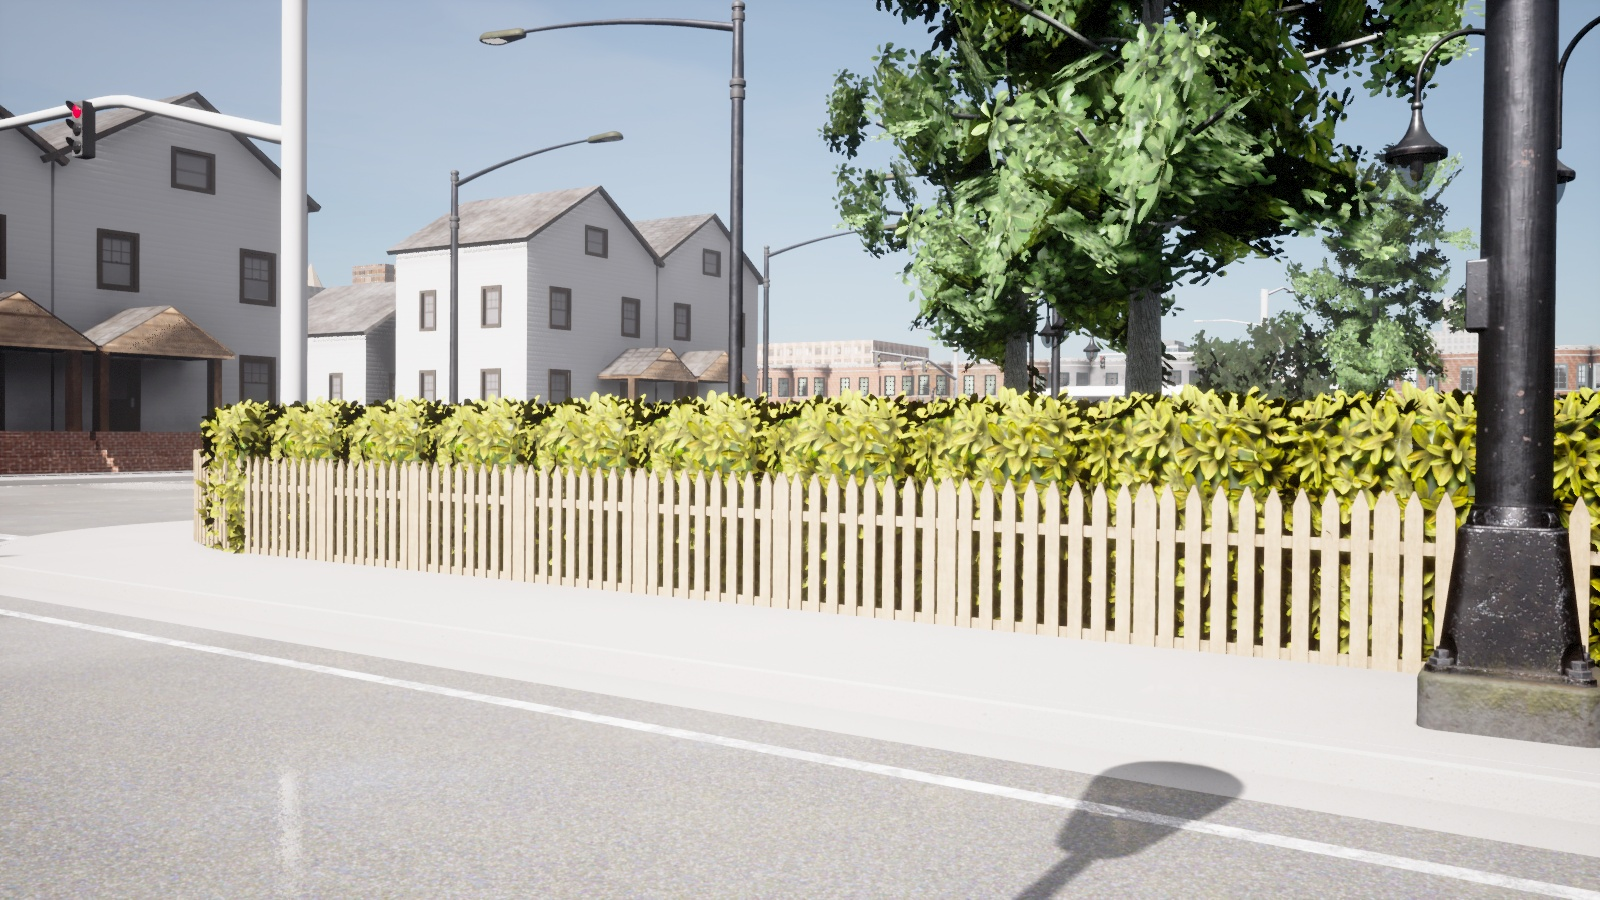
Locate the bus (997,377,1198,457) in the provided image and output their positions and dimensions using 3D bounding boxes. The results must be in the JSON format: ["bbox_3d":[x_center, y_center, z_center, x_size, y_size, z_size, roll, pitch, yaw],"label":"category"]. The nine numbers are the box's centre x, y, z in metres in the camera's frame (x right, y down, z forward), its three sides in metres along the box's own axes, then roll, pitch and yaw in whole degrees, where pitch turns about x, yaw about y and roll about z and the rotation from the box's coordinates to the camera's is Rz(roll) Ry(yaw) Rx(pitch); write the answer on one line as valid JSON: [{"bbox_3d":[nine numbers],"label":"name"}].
[{"bbox_3d":[16.698,-1.764,70.875,10.273,4.253,3.944,0,1,33],"label":"bus"}]
